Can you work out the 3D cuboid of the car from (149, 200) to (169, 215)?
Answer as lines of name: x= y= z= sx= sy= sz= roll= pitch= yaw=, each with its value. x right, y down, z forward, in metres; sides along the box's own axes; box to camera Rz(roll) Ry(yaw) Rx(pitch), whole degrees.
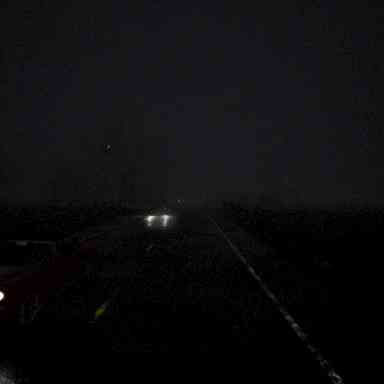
car: x=-3.573 y=1.659 z=36.824 sx=1.882 sy=1.535 sz=5.008 roll=0 pitch=-1 yaw=0

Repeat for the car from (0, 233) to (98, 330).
car: x=-3.576 y=1.637 z=7.100 sx=1.895 sy=1.301 sz=4.718 roll=0 pitch=0 yaw=0
